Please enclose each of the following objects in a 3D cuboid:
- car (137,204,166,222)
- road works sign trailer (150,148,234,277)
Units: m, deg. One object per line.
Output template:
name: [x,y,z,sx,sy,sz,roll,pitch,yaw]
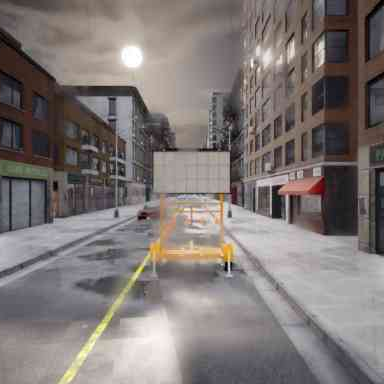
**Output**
car: [-3.125,1.610,26.294,1.895,1.301,4.718,0,0,0]
road works sign trailer: [-0.008,0.466,10.225,2.380,3.560,2.880,0,0,0]
